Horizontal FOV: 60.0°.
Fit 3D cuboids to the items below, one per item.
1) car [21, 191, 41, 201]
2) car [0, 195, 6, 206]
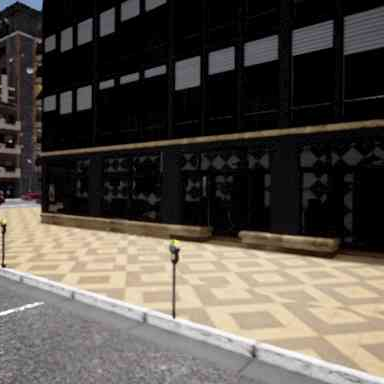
[{"bbox_3d":[-21.709,0.532,46.565,1.802,1.307,4.206,2,2,35],"label":"car"},{"bbox_3d":[-21.170,0.590,32.716,2.192,1.841,5.009,2,2,35],"label":"car"}]
